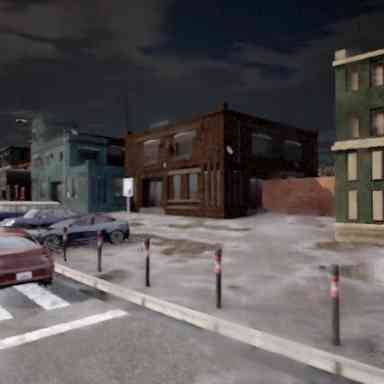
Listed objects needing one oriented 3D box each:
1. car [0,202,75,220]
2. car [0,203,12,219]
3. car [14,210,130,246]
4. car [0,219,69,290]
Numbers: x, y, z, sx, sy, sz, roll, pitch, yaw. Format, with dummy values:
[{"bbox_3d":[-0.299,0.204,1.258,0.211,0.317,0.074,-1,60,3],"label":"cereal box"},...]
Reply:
[{"bbox_3d":[-8.812,1.693,19.528,4.553,1.767,2.185,1,-1,-42],"label":"car"},{"bbox_3d":[-21.703,1.941,34.106,5.366,1.575,1.946,1,-1,-42],"label":"car"},{"bbox_3d":[-5.225,1.786,15.442,4.792,1.488,2.163,1,-1,-42],"label":"car"},{"bbox_3d":[-5.253,1.683,8.902,1.812,1.442,4.674,1,-1,-44],"label":"car"}]
